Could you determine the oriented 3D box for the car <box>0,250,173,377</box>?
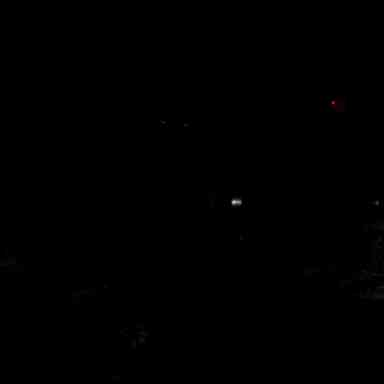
[{"bbox_3d":[-2.300,1.565,4.548,4.313,1.339,1.947,0,0,-36],"label":"car"}]
